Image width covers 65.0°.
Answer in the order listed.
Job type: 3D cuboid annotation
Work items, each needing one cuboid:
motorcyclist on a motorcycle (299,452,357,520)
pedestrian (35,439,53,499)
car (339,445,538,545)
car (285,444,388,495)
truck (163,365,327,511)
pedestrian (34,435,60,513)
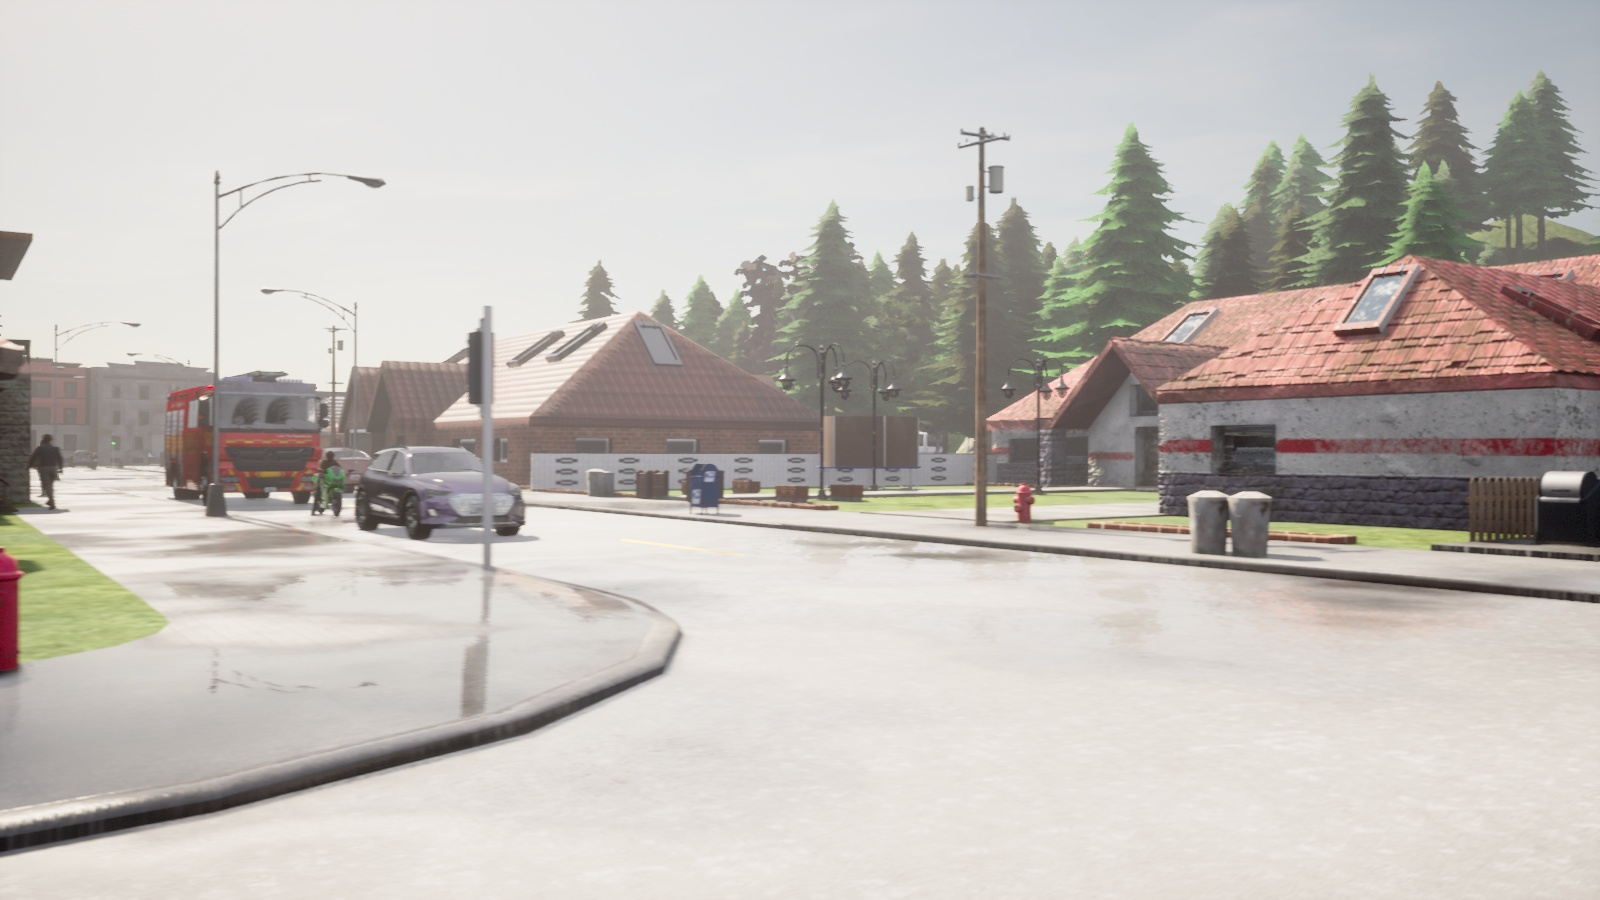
[{"bbox_3d":[-10.992,0.816,29.199,0.797,1.523,2.044,0,0,-35],"label":"motorcyclist on a motorcycle"},{"bbox_3d":[-23.440,0.591,38.920,0.431,1.840,0.709,0,0,-35],"label":"pedestrian"},{"bbox_3d":[-6.772,0.742,23.148,2.033,1.649,4.856,0,0,-35],"label":"car"},{"bbox_3d":[-16.107,0.655,43.495,2.152,1.651,5.027,0,0,-35],"label":"car"},{"bbox_3d":[-16.684,-0.300,37.340,2.891,3.827,8.468,0,0,-35],"label":"truck"},{"bbox_3d":[-17.868,0.558,29.794,0.370,1.835,0.726,0,0,-43],"label":"pedestrian"}]
